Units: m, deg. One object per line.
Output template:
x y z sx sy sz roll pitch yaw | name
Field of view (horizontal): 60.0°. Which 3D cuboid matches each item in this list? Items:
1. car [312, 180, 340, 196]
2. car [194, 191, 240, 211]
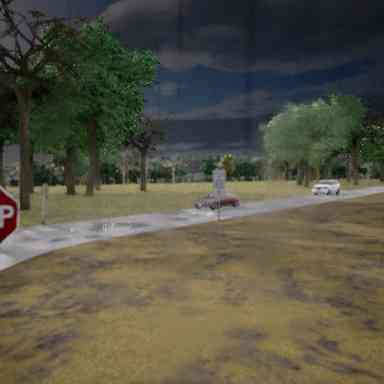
18.298 -0.612 45.212 2.150 2.045 5.566 1 3 42 | car
2.185 0.665 27.476 1.812 1.442 4.674 1 3 42 | car
